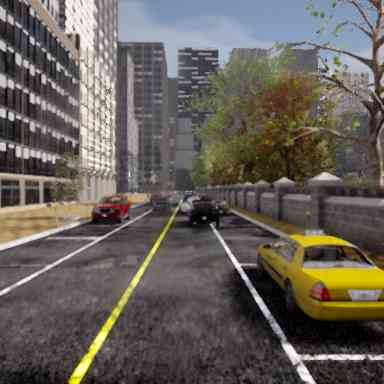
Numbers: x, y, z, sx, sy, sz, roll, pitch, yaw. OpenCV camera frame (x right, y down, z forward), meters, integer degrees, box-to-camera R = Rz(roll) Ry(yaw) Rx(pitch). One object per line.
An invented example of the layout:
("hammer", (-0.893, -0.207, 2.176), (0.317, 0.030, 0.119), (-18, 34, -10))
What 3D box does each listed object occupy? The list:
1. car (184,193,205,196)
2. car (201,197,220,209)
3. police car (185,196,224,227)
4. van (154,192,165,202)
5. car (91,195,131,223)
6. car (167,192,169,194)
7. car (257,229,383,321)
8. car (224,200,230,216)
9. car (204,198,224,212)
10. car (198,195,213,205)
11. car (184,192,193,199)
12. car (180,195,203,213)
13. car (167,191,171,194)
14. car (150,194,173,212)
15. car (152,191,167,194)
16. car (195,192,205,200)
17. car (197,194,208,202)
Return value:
("car", (0.230, 1.197, 37.834), (1.801, 1.575, 5.366), (0, 0, 4))
("car", (2.188, 1.288, 40.362), (1.947, 1.339, 4.313), (0, 0, -1))
("police car", (0.694, 1.278, 21.722), (1.930, 1.638, 5.238), (0, 0, -1))
("van", (-6.133, 0.906, 62.541), (1.690, 1.788, 3.998), (0, 0, -1))
("car", (-5.617, 1.155, 23.755), (2.192, 1.841, 5.009), (0, 0, -1))
("car", (-6.207, 1.106, 68.083), (1.802, 1.307, 4.206), (0, 0, -1))
("car", (2.549, 1.476, 7.242), (1.752, 1.417, 4.829), (0, 0, 0))
("car", (2.337, 1.351, 29.263), (2.008, 1.369, 4.403), (0, 0, -1))
("car", (2.263, 1.343, 34.813), (1.802, 1.307, 4.206), (0, 0, -1))
("car", (2.040, 1.210, 51.460), (1.947, 1.339, 4.313), (0, 0, -1))
("car", (-0.863, 0.823, 77.001), (2.128, 1.511, 4.902), (0, 0, -1))
("car", (0.096, 1.311, 31.403), (1.812, 1.442, 4.674), (0, 0, -13))
("car", (-6.279, 1.010, 73.453), (1.752, 1.417, 4.829), (0, 0, -1))
("car", (-3.160, 1.260, 35.811), (1.837, 1.490, 4.892), (0, 0, -1))
("car", (-6.060, 0.921, 57.000), (2.192, 1.841, 5.009), (0, 0, -1))
("car", (1.744, 0.921, 73.656), (1.967, 1.590, 4.097), (0, 0, -1))
("car", (1.892, 1.145, 62.559), (1.802, 1.307, 4.206), (0, 0, -1))
